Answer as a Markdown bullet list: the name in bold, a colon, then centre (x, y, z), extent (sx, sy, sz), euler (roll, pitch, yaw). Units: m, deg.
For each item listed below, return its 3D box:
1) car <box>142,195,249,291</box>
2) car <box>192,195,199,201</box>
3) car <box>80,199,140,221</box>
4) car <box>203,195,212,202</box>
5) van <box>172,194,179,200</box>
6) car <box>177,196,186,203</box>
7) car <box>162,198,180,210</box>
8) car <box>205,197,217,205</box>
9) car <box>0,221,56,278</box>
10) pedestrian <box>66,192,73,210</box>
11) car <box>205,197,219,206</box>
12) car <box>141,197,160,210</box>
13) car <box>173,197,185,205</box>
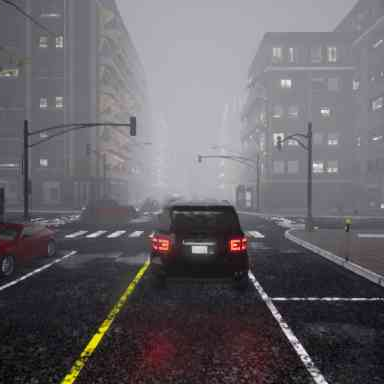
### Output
- **car**: centre (0.180, 1.221, 9.184), extent (2.150, 2.045, 5.566), euler (0, 0, 1)
- **car**: centre (0.875, 1.478, 82.783), extent (1.882, 1.535, 5.008), euler (0, 0, 1)
- **car**: centre (-6.486, 1.333, 26.464), extent (4.553, 1.767, 2.097), euler (1, 0, -20)
- **car**: centre (3.490, 1.440, 76.251), extent (1.967, 1.590, 4.097), euler (0, 0, 1)
- **van**: centre (-4.709, 1.340, 93.261), extent (1.690, 1.788, 3.998), euler (0, 0, 1)
- **car**: centre (-2.243, 1.522, 71.986), extent (1.812, 1.442, 4.674), euler (0, 0, 1)
- **car**: centre (-2.634, 1.562, 43.141), extent (1.994, 1.385, 4.181), euler (0, 0, 2)
- **car**: centre (3.309, 1.544, 59.335), extent (1.887, 1.381, 4.507), euler (0, 0, 1)
- **car**: centre (-5.598, 1.581, 10.107), extent (1.802, 1.307, 4.206), euler (0, 0, 1)
- **pedestrian**: centre (-12.367, 0.902, 33.584), extent (0.375, 1.860, 0.375), euler (0, -1, 0)
- **car**: centre (3.249, 1.549, 53.697), extent (2.008, 1.369, 4.403), euler (0, 0, 1)
- **car**: centre (-5.252, 1.438, 42.516), extent (1.967, 1.590, 4.097), euler (0, 0, 1)
- **car**: centre (-2.415, 1.563, 61.681), extent (1.994, 1.385, 4.181), euler (0, 0, 1)
